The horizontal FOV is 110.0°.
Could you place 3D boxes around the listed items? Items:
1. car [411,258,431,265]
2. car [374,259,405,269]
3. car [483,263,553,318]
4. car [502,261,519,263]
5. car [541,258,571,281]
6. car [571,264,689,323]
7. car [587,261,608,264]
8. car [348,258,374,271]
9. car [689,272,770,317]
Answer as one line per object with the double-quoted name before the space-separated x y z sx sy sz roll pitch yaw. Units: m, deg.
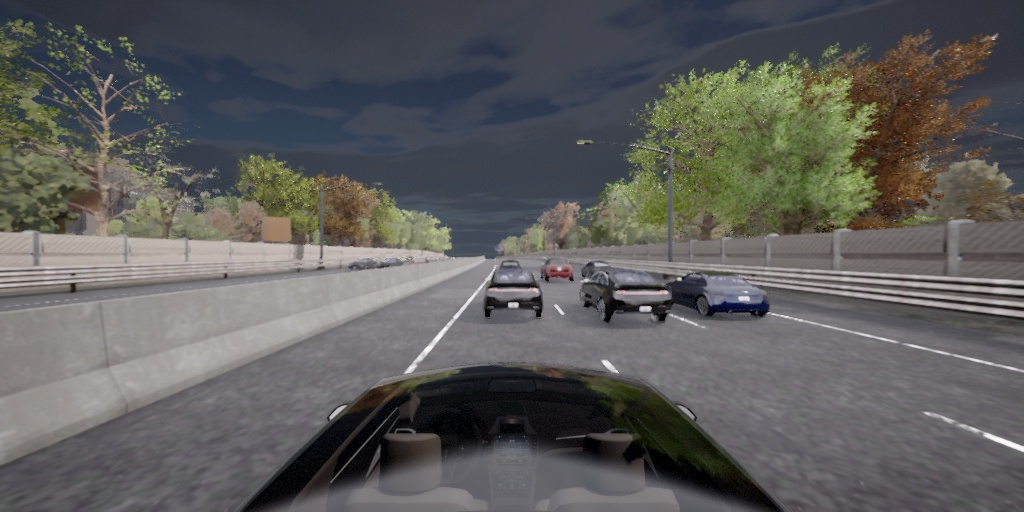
"car" -11.134 1.027 43.998 1.812 1.442 4.674 0 0 -1
"car" -14.631 1.050 43.841 2.033 1.411 5.357 0 0 -1
"car" 0.033 1.177 12.644 2.128 1.511 4.902 0 0 0
"car" -0.140 1.102 27.956 1.837 1.490 4.892 0 0 -1
"car" 3.362 0.951 27.653 2.097 1.767 4.553 0 0 -1
"car" 3.536 1.181 11.930 2.128 1.511 4.902 0 0 0
"car" 6.847 1.117 28.889 1.812 1.442 4.674 0 0 -1
"car" -18.119 1.014 43.932 2.033 1.411 5.357 2 0 -1
"car" 7.033 1.248 12.883 1.994 1.385 4.181 0 0 0
